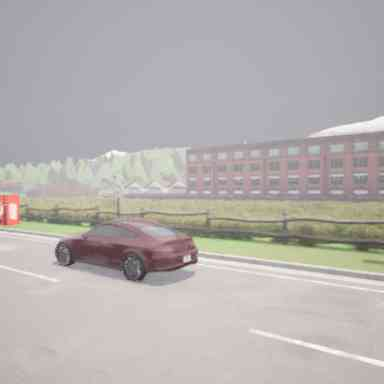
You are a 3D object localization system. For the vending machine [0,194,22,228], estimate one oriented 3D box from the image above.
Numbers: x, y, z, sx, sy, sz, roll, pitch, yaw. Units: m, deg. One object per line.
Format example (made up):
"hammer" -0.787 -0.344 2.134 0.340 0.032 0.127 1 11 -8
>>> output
"vending machine" -11.613 1.163 21.147 0.880 2.100 1.100 0 0 35

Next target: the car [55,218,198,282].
"car" -2.001 1.497 9.631 4.674 1.442 1.812 0 0 35
